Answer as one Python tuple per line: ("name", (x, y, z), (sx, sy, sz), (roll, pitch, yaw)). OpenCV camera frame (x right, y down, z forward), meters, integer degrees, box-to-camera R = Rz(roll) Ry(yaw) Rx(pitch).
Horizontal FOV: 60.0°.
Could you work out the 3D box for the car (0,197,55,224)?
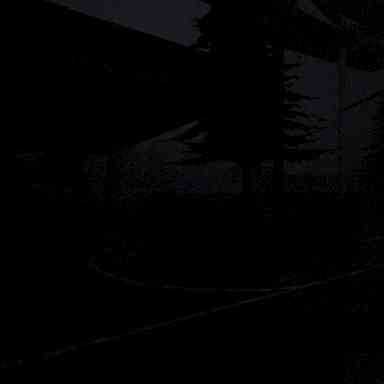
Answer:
("car", (-11.900, 1.313, 23.522), (3.866, 1.878, 1.905), (0, 0, -36))
